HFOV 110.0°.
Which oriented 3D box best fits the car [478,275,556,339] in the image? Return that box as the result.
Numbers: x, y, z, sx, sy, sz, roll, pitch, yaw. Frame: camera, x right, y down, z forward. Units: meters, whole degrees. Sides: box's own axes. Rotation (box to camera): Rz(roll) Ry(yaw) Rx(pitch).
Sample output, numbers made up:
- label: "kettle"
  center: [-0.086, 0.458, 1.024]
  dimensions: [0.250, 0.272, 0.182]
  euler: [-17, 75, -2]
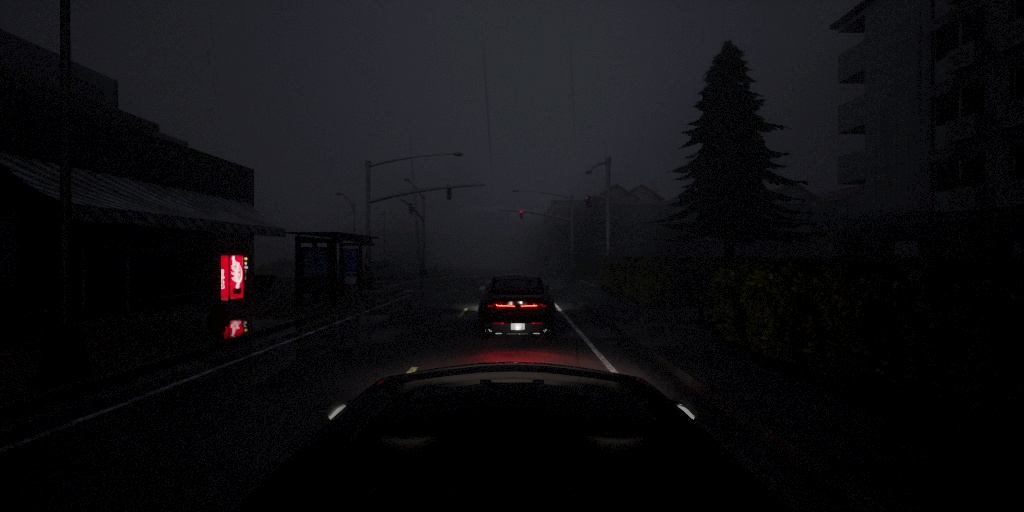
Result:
- label: "car"
  center: [0.118, 1.255, 10.050]
  dimensions: [1.837, 1.490, 4.892]
  euler: [0, 0, 0]
